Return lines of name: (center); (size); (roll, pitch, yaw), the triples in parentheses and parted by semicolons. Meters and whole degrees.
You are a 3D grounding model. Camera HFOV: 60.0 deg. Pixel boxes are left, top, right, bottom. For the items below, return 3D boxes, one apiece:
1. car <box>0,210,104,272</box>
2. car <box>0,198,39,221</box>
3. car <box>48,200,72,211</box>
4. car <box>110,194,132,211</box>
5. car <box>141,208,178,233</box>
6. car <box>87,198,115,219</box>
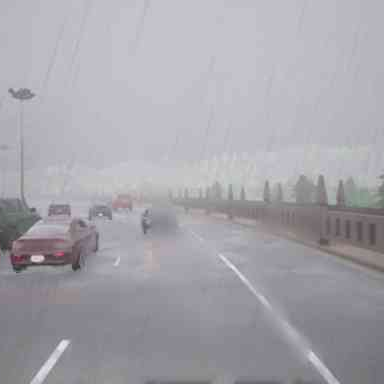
car: (-4.238, 1.541, 10.842); (1.812, 1.442, 4.674); (0, 0, -7)
car: (-8.173, 1.251, 14.167); (2.150, 2.045, 5.566); (0, 0, -8)
car: (-12.728, 1.523, 32.203); (1.882, 1.535, 5.008); (0, 0, -19)
car: (-9.064, 1.252, 42.029); (2.150, 2.045, 5.566); (0, 0, -23)
car: (-2.074, 1.607, 19.759); (1.895, 1.301, 4.718); (0, 0, -11)
car: (-7.914, 1.532, 28.691); (1.837, 1.490, 4.892); (0, 0, -16)
